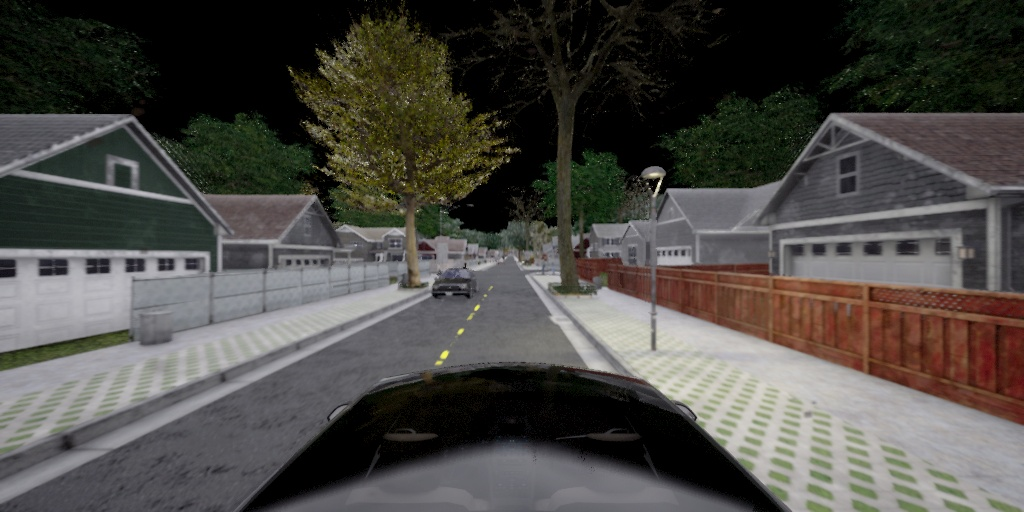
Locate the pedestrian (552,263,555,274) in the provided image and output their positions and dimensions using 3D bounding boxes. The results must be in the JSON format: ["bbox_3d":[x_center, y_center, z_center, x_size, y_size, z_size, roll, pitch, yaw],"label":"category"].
[{"bbox_3d":[4.510,1.288,39.010,0.375,1.300,0.375,0,0,0],"label":"pedestrian"}]

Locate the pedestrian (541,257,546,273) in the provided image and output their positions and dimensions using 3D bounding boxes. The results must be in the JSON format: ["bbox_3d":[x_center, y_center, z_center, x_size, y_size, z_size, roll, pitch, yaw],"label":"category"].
[{"bbox_3d":[3.510,1.013,40.210,0.375,1.860,0.375,0,0,0],"label":"pedestrian"}]

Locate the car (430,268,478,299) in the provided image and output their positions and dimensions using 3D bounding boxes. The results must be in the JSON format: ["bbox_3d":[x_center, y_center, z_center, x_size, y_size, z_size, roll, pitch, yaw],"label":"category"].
[{"bbox_3d":[-2.850,1.353,18.901,2.033,1.411,5.357,0,0,0],"label":"car"}]
